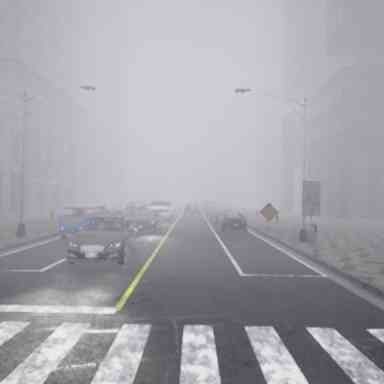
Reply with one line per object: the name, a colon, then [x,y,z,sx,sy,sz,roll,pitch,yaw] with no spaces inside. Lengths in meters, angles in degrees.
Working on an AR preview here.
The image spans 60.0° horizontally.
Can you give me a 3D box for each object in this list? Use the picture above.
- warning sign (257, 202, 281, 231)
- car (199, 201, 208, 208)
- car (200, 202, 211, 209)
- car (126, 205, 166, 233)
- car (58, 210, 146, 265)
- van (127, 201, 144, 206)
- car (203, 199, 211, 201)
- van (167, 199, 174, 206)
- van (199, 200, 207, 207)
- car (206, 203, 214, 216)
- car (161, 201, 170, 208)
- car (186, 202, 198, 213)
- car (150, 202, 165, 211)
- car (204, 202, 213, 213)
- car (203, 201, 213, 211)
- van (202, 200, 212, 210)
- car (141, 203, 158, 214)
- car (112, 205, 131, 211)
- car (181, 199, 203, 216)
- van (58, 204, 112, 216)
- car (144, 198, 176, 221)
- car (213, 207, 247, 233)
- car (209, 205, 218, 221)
warning sign: [5.081,1.603,22.024,1.300,1.860,1.060,1,-1,0]
car: [2.739,2.841,78.650,1.967,1.590,4.097,1,-1,0]
car: [2.745,2.765,67.599,2.008,1.369,4.403,1,-1,0]
car: [-3.088,1.867,22.446,1.812,1.442,4.674,1,-1,0]
car: [-3.137,1.665,12.427,2.128,1.511,4.902,1,-1,-3]
van: [-5.776,1.834,34.469,1.690,1.788,3.998,1,-1,0]
car: [2.757,2.342,56.553,2.192,1.841,5.009,1,-1,0]
van: [-5.796,2.770,89.711,1.690,1.788,3.998,1,-1,0]
van: [2.736,2.836,84.175,1.690,1.788,3.998,1,-1,0]
car: [2.770,2.198,34.451,1.887,1.381,4.507,1,-1,0]
car: [-5.793,2.670,72.966,1.752,1.417,4.829,1,-1,0]
car: [-0.013,2.442,53.112,1.812,1.442,4.674,1,-1,0]
car: [-5.787,2.417,56.563,2.008,1.369,4.403,1,-1,0]
car: [2.766,2.275,40.145,1.752,1.417,4.829,1,-1,0]
car: [2.758,2.478,51.025,1.887,1.381,4.507,1,-1,0]
van: [2.753,2.462,62.077,1.690,1.788,3.998,1,-1,0]
car: [-5.784,2.261,45.514,1.802,1.307,4.206,1,-1,0]
car: [-5.775,1.851,23.418,1.887,1.381,4.507,1,-1,0]
car: [0.054,2.106,43.438,2.097,1.767,4.553,1,-1,0]
van: [-5.770,1.556,17.897,1.690,1.788,3.998,1,-1,0]
car: [-3.087,1.741,33.085,2.150,2.045,5.566,1,-1,0]
car: [2.778,2.012,23.402,1.887,1.381,4.507,1,-1,0]
car: [2.774,2.105,28.926,1.887,1.381,4.507,1,-1,0]
